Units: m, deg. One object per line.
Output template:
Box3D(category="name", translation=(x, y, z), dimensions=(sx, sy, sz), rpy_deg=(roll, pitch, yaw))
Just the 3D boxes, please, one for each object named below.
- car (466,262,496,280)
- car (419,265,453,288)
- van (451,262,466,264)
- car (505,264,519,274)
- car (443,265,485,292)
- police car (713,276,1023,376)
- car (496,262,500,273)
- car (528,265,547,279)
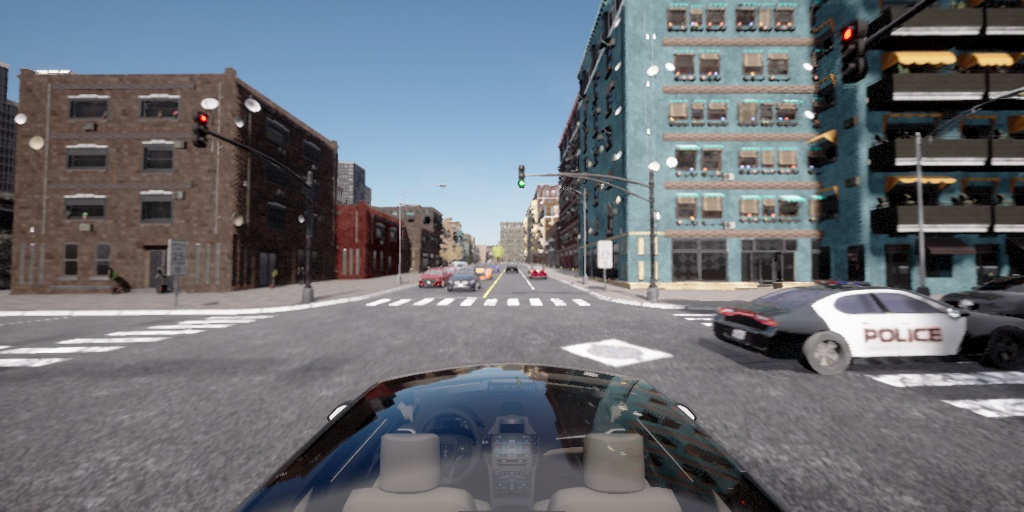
Box3D(category="car", translation=(-3.086, 1.533, 36.703), dimensions=(2.097, 1.767, 4.553), rpy_deg=(0, -1, 0))
Box3D(category="car", translation=(-5.762, 1.607, 27.057), dimensions=(1.888, 1.381, 4.507), rpy_deg=(0, 0, 0))
Box3D(category="van", translation=(-5.684, 1.543, 38.425), dimensions=(1.690, 1.789, 3.998), rpy_deg=(0, 0, 0))
Box3D(category="car", translation=(0.008, 1.875, 54.317), dimensions=(1.882, 1.535, 5.008), rpy_deg=(0, -1, 0))
Box3D(category="car", translation=(-3.089, 1.550, 24.025), dimensions=(1.812, 1.442, 4.674), rpy_deg=(0, -1, 0))
Box3D(category="police car", translation=(6.798, 1.269, 6.937), dimensions=(4.974, 1.542, 2.038), rpy_deg=(-2, -1, 0))
Box3D(category="car", translation=(-3.013, 1.784, 57.167), dimensions=(2.097, 1.767, 4.553), rpy_deg=(0, -1, 0))
Box3D(category="car", translation=(2.697, 1.642, 38.484), dimensions=(1.967, 1.591, 4.097), rpy_deg=(0, 0, 0))
